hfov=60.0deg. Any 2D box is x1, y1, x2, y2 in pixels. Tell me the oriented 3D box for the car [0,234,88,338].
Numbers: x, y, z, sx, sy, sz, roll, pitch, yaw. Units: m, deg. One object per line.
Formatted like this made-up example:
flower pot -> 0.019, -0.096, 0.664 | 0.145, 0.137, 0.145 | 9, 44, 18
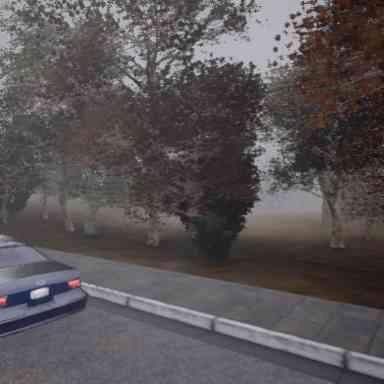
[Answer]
car -> -4.283, 1.535, 6.390 | 5.357, 1.411, 2.033 | 0, 0, 36
